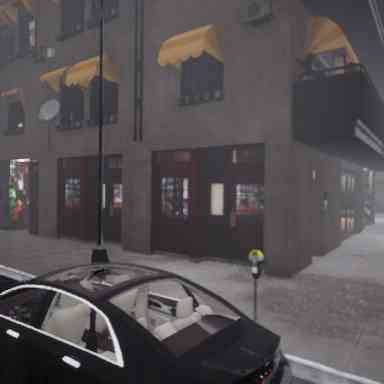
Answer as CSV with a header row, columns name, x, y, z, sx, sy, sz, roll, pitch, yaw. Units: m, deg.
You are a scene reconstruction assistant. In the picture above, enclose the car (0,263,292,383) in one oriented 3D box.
name,x,y,z,sx,sy,sz,roll,pitch,yaw
car,-1.168,1.496,3.704,4.403,1.369,2.008,1,1,36
